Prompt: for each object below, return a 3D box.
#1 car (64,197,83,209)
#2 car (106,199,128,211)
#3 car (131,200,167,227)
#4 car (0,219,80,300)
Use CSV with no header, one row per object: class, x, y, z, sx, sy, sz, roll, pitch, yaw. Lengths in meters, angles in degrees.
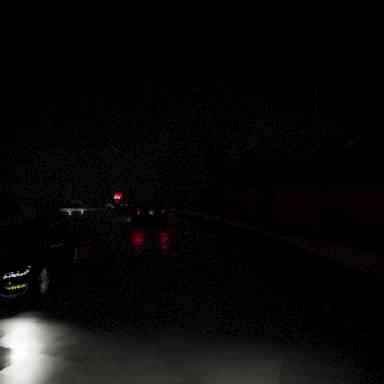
car,-16.933,1.505,47.449,1.882,1.535,5.008,0,0,-30
car,-9.147,1.556,40.459,2.033,1.411,5.357,0,0,-25
car,-3.120,1.351,23.252,2.097,1.767,4.553,0,0,-14
car,-4.234,1.513,8.535,1.837,1.490,4.892,0,0,-6
